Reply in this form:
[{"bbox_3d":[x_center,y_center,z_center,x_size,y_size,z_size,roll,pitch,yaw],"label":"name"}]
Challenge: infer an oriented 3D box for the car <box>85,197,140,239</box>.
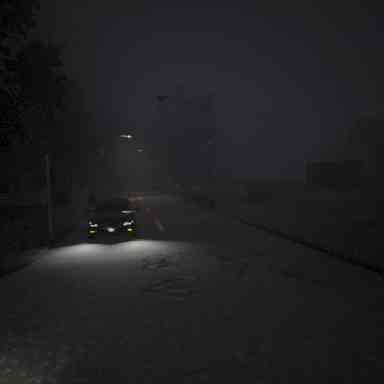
[{"bbox_3d":[-3.417,1.043,14.537,1.837,1.490,4.892,-2,3,-11],"label":"car"}]
